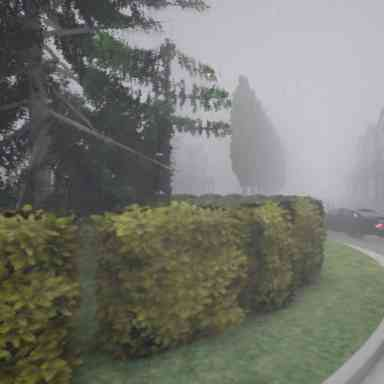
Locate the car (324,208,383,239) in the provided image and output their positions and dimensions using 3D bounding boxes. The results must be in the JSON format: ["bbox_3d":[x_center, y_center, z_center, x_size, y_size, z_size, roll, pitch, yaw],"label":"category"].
[{"bbox_3d":[8.129,1.514,17.247,2.033,1.411,5.357,0,0,-18],"label":"car"}]
